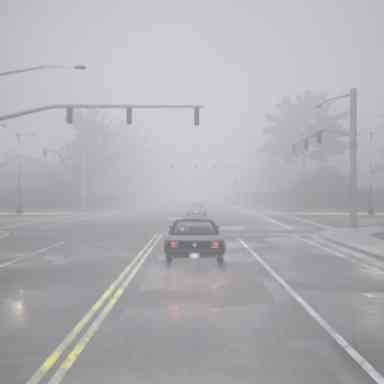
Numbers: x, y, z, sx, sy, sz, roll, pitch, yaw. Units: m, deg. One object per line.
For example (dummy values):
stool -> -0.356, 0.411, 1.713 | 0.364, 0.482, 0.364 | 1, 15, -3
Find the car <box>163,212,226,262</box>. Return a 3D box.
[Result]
car -> 0.069, 1.607, 12.107 | 1.895, 1.301, 4.718 | 0, 0, 0

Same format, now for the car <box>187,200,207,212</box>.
car -> 0.451, 1.544, 32.565 | 1.812, 1.442, 4.674 | 0, 0, 2

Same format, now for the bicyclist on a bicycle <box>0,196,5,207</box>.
bicyclist on a bicycle -> -26.465, 1.328, 46.113 | 0.582, 1.620, 1.656 | 0, 0, 1
